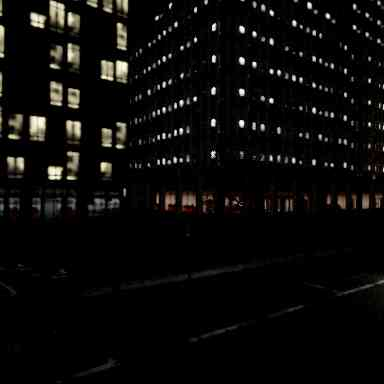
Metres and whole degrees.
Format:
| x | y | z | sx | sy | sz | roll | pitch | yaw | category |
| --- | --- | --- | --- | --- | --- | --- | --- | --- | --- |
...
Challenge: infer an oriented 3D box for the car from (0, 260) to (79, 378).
| x | y | z | sx | sy | sz | roll | pitch | yaw | category |
| --- | --- | --- | --- | --- | --- | --- | --- | --- | --- |
| -3.655 | 1.544 | 3.954 | 4.403 | 1.369 | 2.008 | 1 | 0 | -36 | car |
